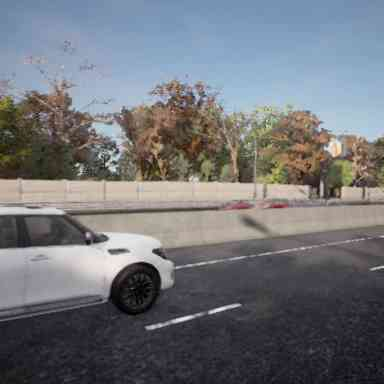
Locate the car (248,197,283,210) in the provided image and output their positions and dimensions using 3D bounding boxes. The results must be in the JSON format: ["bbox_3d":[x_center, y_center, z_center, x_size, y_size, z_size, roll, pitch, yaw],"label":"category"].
[{"bbox_3d":[8.760,1.466,36.024,4.553,1.767,2.097,0,0,-35],"label":"car"}]

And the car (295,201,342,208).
[{"bbox_3d":[11.661,1.613,29.498,4.892,1.490,1.837,0,0,-35],"label":"car"}]

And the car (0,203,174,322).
[{"bbox_3d":[-3.016,1.225,5.898,5.566,2.045,2.150,0,0,-35],"label":"car"}]

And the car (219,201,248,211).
[{"bbox_3d":[5.115,1.669,37.724,4.181,1.385,1.994,0,0,-35],"label":"car"}]

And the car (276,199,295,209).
[{"bbox_3d":[10.864,1.678,33.227,4.181,1.385,1.994,0,0,-35],"label":"car"}]
